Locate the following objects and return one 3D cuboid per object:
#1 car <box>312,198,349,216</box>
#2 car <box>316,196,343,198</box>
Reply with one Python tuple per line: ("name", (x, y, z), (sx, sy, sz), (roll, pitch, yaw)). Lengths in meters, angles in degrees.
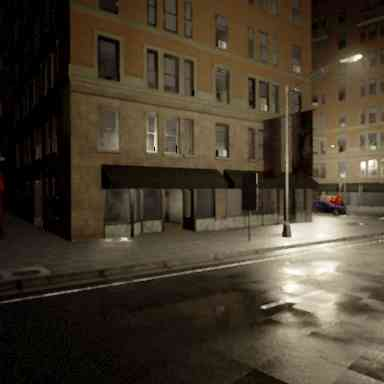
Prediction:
("car", (13.751, 1.658, 34.483), (1.812, 1.442, 4.674), (0, 1, -43))
("car", (16.015, 1.389, 40.441), (2.192, 1.841, 5.009), (0, 0, -44))
